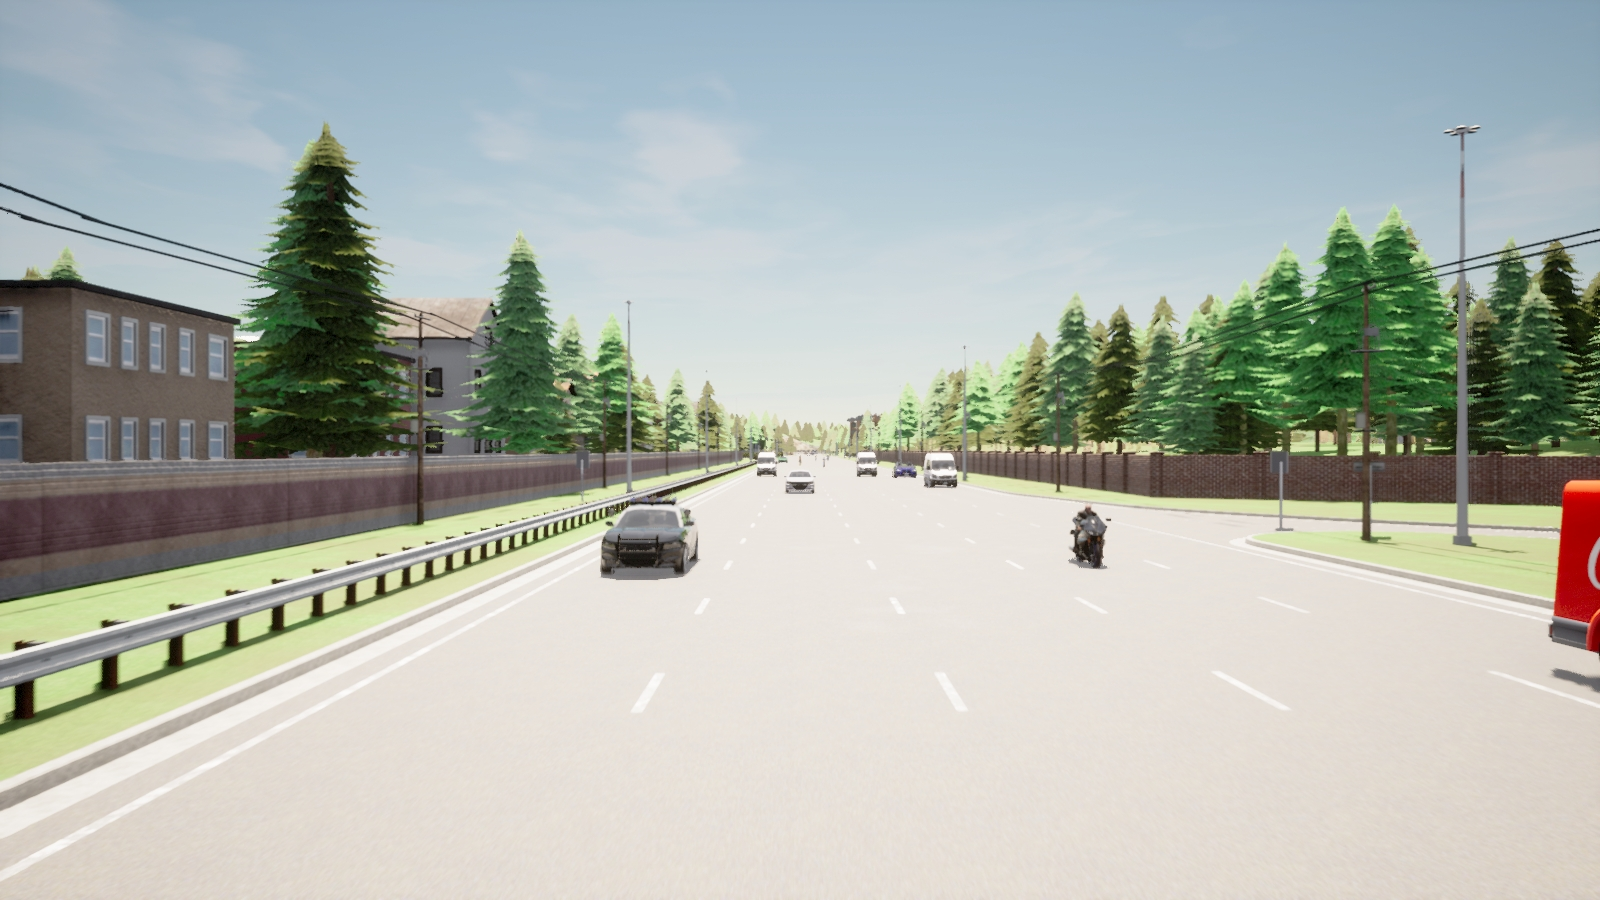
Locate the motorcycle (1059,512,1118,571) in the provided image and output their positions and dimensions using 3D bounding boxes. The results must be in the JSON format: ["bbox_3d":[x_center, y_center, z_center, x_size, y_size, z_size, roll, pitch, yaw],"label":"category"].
[{"bbox_3d":[7.000,2.205,27.818,0.867,1.251,2.209,0,0,0],"label":"motorcycle"}]

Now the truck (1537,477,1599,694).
[{"bbox_3d":[10.500,1.568,11.644,2.627,2.467,5.204,0,0,0],"label":"truck"}]

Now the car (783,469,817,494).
[{"bbox_3d":[-0.001,2.034,74.808,2.097,1.535,5.006,0,0,0],"label":"car"}]

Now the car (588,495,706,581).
[{"bbox_3d":[-3.500,1.982,27.139,2.097,1.638,5.238,0,0,0],"label":"car"}]
